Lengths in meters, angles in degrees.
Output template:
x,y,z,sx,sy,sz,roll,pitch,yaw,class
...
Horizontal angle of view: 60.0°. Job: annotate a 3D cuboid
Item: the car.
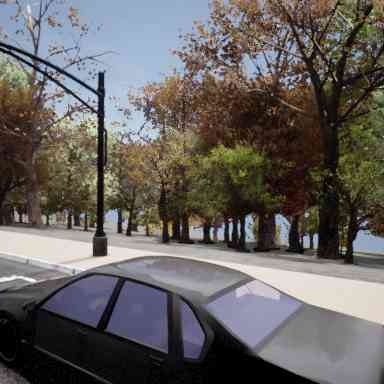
x,y,z,sx,sy,sz,roll,pitch,yaw,class
-0.528,1.546,4.055,5.357,1.411,2.033,0,0,35,car
